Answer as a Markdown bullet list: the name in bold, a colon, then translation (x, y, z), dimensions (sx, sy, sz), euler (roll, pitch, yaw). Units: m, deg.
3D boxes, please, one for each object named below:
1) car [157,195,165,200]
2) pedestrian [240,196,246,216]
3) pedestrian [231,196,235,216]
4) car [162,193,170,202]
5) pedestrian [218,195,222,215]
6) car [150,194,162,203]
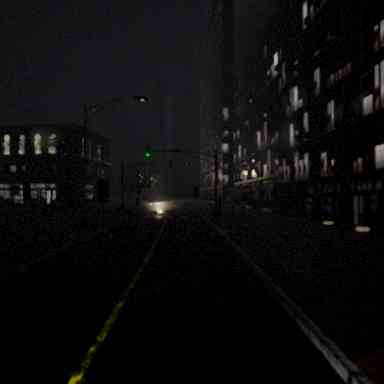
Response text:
- **car**: translation (-8.419, 1.486, 90.263), dimensions (1.812, 1.442, 4.674), euler (0, 0, -11)
- **pedestrian**: translation (4.564, 1.215, 29.788), dimensions (0.375, 1.860, 0.375), euler (1, -1, -3)
- **pedestrian**: translation (3.601, 1.202, 29.130), dimensions (0.375, 1.860, 0.375), euler (1, -1, -3)
- **car**: translation (-6.631, 1.337, 80.036), dimensions (2.150, 2.045, 5.566), euler (0, 0, -10)
- **pedestrian**: translation (2.532, 1.198, 30.269), dimensions (0.375, 1.860, 0.375), euler (1, -1, -3)
- **car**: translation (-7.866, 1.582, 69.991), dimensions (1.882, 1.535, 5.008), euler (0, 0, -8)
